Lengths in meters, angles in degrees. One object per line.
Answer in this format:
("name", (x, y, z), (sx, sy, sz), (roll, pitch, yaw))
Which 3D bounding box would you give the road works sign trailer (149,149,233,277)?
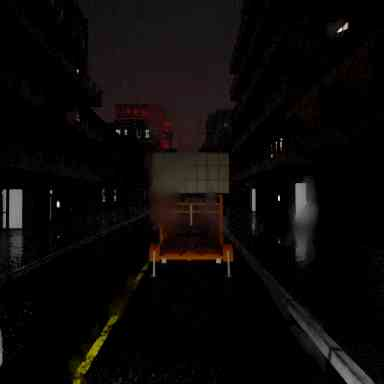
("road works sign trailer", (-0.022, 0.477, 10.257), (2.380, 3.560, 2.880), (0, 0, 0))

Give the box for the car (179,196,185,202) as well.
("car", (-2.943, 1.867, 90.077), (1.882, 1.535, 5.008), (0, -1, 0))

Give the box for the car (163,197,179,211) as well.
("car", (-2.940, 1.668, 42.353), (1.812, 1.442, 4.674), (0, 0, 0))

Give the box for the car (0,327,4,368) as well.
("car", (-2.855, 1.601, 1.179), (1.895, 1.301, 4.718), (0, 0, 0))
